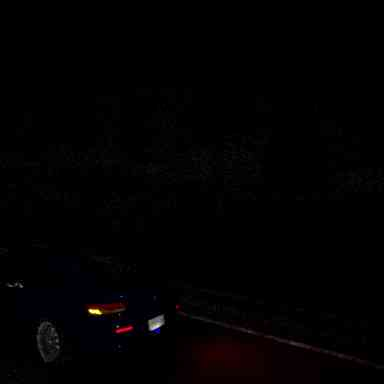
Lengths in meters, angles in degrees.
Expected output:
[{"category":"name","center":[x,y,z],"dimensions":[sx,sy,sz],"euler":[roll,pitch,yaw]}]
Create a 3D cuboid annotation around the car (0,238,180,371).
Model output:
[{"category":"car","center":[-2.329,1.526,5.653],"dimensions":[4.674,1.442,1.812],"euler":[0,0,35]}]
